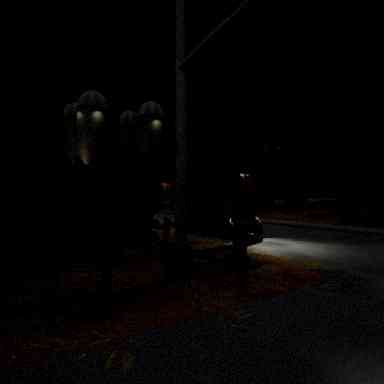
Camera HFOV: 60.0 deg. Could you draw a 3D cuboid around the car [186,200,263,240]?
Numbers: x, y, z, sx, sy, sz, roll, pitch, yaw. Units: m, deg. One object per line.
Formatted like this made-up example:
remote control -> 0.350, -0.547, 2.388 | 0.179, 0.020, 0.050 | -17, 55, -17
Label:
car -> 1.495, 1.351, 17.206 | 2.097, 1.767, 4.553 | 0, 0, -35
